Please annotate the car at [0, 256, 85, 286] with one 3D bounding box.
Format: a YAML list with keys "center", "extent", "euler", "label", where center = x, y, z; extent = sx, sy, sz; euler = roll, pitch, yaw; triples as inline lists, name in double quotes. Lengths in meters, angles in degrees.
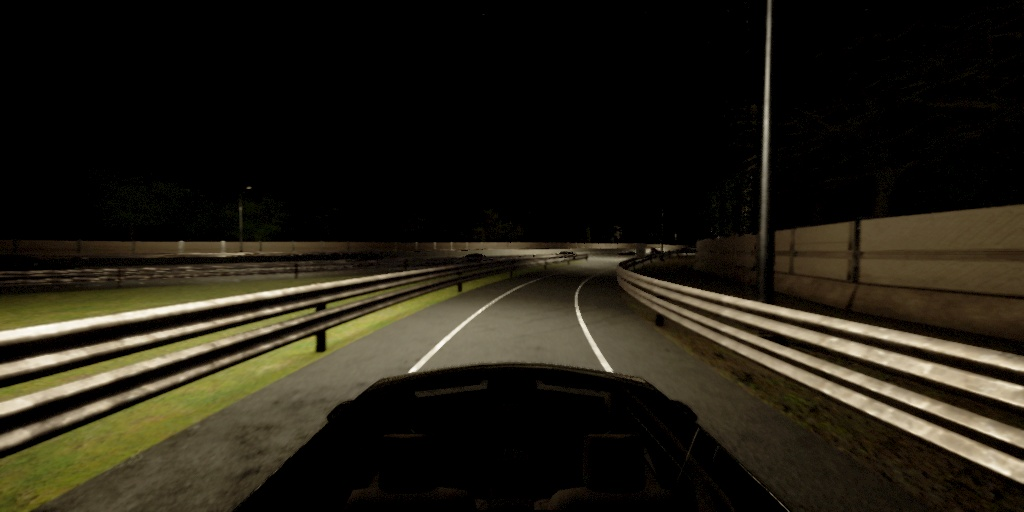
- center: [-32.577, 0.999, 23.686]
  extent: [2.150, 2.045, 5.566]
  euler: [3, 2, 45]
  label: "car"

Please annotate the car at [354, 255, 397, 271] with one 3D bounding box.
- center: [-15.479, 0.671, 40.984]
  extent: [2.097, 1.767, 4.553]
  euler: [3, 3, 45]
  label: "car"

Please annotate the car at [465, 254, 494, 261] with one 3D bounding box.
- center: [-4.739, 0.400, 51.847]
  extent: [1.837, 1.490, 4.892]
  euler: [3, 3, 45]
  label: "car"
